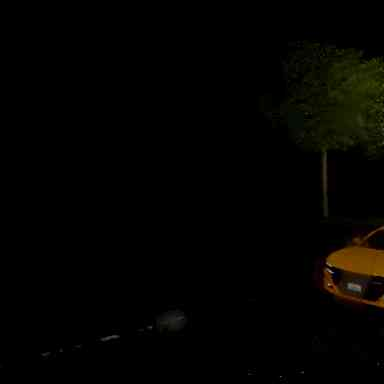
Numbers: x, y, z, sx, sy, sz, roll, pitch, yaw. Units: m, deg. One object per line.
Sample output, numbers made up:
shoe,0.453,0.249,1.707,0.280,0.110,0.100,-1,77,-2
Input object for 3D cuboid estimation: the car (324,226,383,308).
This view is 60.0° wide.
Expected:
car,5.026,1.492,7.570,5.008,1.535,1.882,0,0,-35
